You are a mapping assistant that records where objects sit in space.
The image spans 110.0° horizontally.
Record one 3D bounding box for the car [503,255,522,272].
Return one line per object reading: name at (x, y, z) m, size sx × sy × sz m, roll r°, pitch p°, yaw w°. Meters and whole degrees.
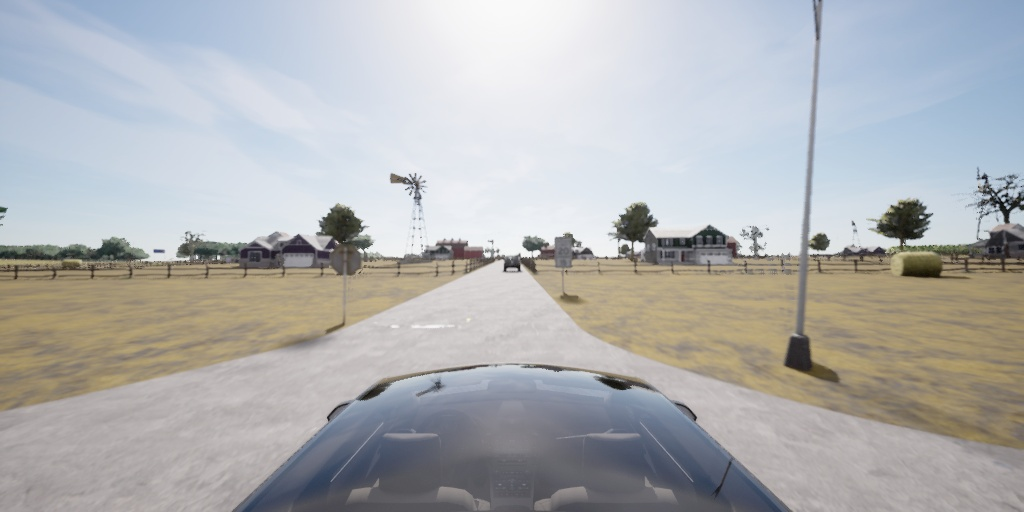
car at (0.020, 0.884, 45.537) m, size 2.150 × 2.045 × 5.566 m, roll 0°, pitch 0°, yaw 0°
